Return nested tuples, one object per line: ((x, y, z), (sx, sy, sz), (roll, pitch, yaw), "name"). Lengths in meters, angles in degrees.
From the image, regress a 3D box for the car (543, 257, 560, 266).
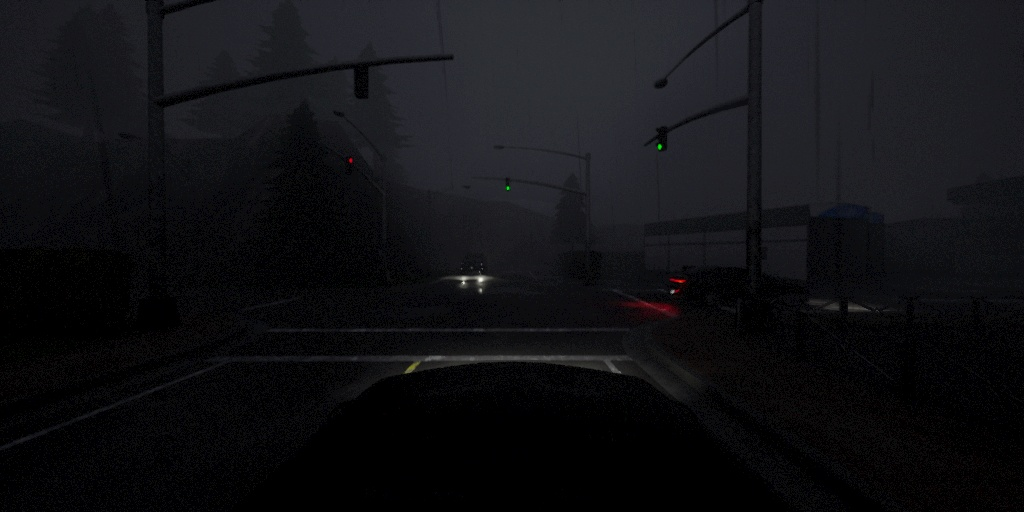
((7.399, 0.792, 53.541), (5.357, 1.411, 2.033), (0, 1, -12), "car")

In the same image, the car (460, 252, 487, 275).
((-3.560, 0.652, 34.369), (2.150, 2.045, 5.566), (0, 1, 0), "car")

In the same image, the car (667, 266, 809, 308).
((8.612, 1.138, 13.817), (4.892, 1.490, 1.837), (0, 1, 1), "car")
